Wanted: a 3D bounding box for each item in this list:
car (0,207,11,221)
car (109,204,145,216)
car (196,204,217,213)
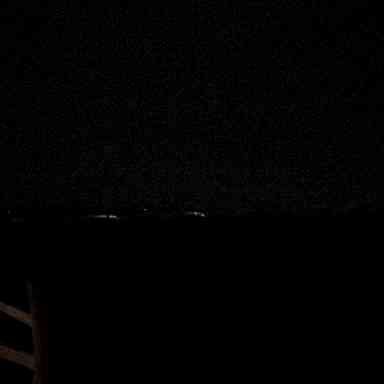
[{"bbox_3d":[-18.354,1.805,29.311,1.994,1.385,4.181,4,0,36],"label":"car"},{"bbox_3d":[-8.413,2.315,43.134,2.033,1.411,5.357,4,0,36],"label":"car"},{"bbox_3d":[2.525,2.853,58.153,1.837,1.490,4.892,4,1,36],"label":"car"}]
